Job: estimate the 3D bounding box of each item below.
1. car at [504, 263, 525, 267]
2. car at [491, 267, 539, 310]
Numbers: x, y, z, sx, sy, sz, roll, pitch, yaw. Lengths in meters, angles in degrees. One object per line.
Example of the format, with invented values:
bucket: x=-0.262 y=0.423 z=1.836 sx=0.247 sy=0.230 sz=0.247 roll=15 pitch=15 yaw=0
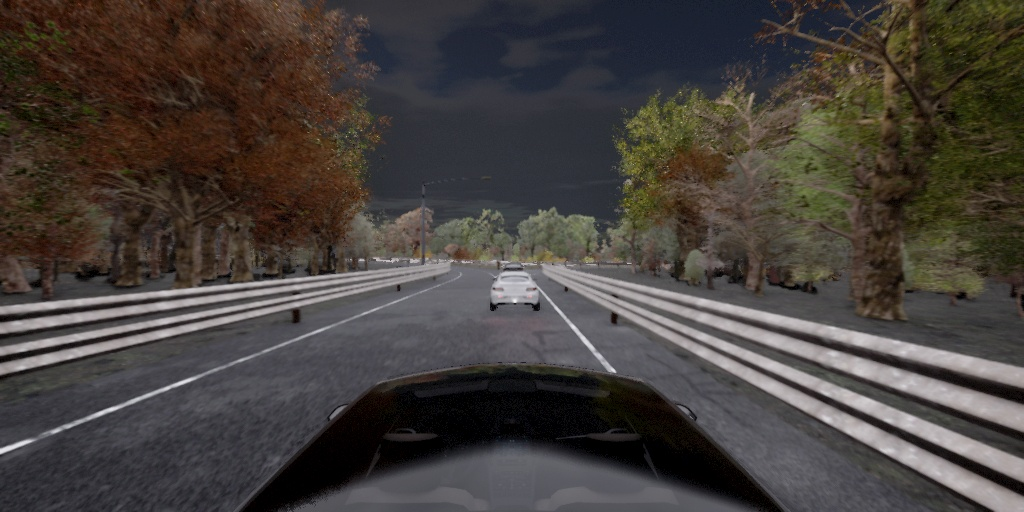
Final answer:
car: x=0.210 y=1.375 z=33.422 sx=1.882 sy=1.535 sz=5.008 roll=0 pitch=0 yaw=2
car: x=0.105 y=1.341 z=14.956 sx=1.812 sy=1.442 sz=4.674 roll=0 pitch=0 yaw=0
